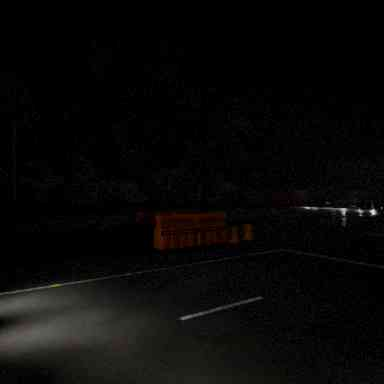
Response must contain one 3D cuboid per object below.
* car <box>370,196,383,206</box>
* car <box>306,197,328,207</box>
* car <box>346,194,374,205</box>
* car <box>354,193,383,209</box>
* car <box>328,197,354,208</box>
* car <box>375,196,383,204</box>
[{"bbox_3d":[29.701,1.335,51.012,5.357,1.411,2.033,0,0,-35],"label":"car"},{"bbox_3d":[18.552,1.384,47.365,5.357,1.411,2.033,0,0,-35],"label":"car"},{"bbox_3d":[26.944,1.143,53.341,4.553,1.767,2.097,0,0,-35],"label":"car"},{"bbox_3d":[22.921,1.186,41.882,4.553,1.767,2.097,0,0,-35],"label":"car"},{"bbox_3d":[20.704,1.362,44.592,4.674,1.442,1.812,0,0,-36],"label":"car"},{"bbox_3d":[34.295,1.352,58.523,4.718,1.301,1.895,0,0,-35],"label":"car"}]
